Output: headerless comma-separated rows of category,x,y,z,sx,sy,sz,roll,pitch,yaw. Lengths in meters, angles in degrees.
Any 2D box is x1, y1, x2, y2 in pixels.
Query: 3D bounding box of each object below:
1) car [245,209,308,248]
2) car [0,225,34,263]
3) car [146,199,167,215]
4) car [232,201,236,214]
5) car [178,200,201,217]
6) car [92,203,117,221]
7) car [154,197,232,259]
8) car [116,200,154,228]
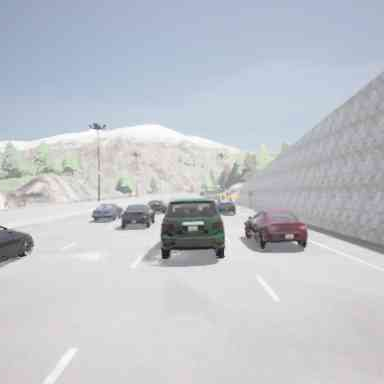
car,3.480,1.445,14.292,1.812,1.442,4.674,-1,0,-1
car,-6.970,1.715,10.919,1.994,1.385,4.181,-1,0,-1
car,-3.803,1.582,36.140,1.837,1.490,4.892,-1,0,-1
car,3.232,1.413,33.359,2.128,1.511,4.902,-1,0,-1
car,-0.262,1.546,32.894,2.033,1.411,5.357,-1,0,-1
car,-7.208,1.700,29.021,2.033,1.411,5.357,-1,0,-1
car,-0.004,1.219,12.904,2.150,2.045,5.566,-1,0,-1
car,-3.631,1.581,22.997,1.837,1.490,4.892,-1,0,-1
